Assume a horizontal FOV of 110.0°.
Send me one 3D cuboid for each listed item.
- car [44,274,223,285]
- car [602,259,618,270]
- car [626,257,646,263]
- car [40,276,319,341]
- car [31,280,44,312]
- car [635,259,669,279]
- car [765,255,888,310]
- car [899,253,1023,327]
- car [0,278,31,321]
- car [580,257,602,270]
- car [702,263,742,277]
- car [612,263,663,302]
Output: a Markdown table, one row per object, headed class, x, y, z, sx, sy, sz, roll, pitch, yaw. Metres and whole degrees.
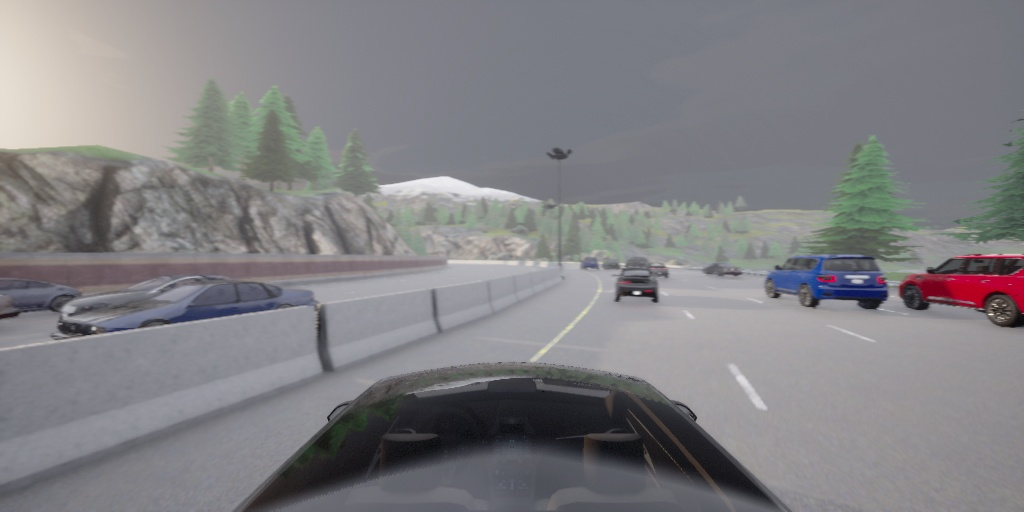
| class | x | y | z | sx | sy | sz | roll | pitch | yaw |
| --- | --- | --- | --- | --- | --- | --- | --- | --- | --- |
| car | -11.063 | 1.360 | 11.866 | 2.128 | 1.511 | 4.902 | 0 | 0 | 21 |
| car | 15.920 | 1.337 | 58.096 | 2.097 | 1.767 | 4.553 | 0 | 0 | 1 |
| car | 19.542 | 1.174 | 56.363 | 2.150 | 2.045 | 5.566 | 0 | -1 | 1 |
| car | -8.079 | 1.388 | 9.767 | 2.033 | 1.411 | 5.357 | 0 | 0 | 22 |
| car | -18.288 | 1.477 | 12.586 | 1.994 | 1.385 | 4.181 | 0 | 0 | 21 |
| car | 13.570 | 1.353 | 34.386 | 2.128 | 1.511 | 4.902 | 0 | 0 | 10 |
| car | 12.727 | 0.978 | 14.987 | 2.150 | 2.045 | 5.566 | 0 | 0 | 16 |
| car | 15.037 | 0.943 | 11.096 | 2.150 | 2.045 | 5.566 | 0 | 0 | 18 |
| car | -16.170 | 1.425 | 8.458 | 2.033 | 1.411 | 5.357 | 0 | 0 | 23 |
| car | 12.569 | 1.224 | 58.404 | 2.150 | 2.045 | 5.566 | 0 | -1 | 1 |
| car | 21.305 | 1.379 | 36.546 | 2.033 | 1.411 | 5.357 | 0 | 0 | 8 |
| car | 6.016 | 1.313 | 17.575 | 1.837 | 1.490 | 4.892 | 0 | 0 | 17 |
